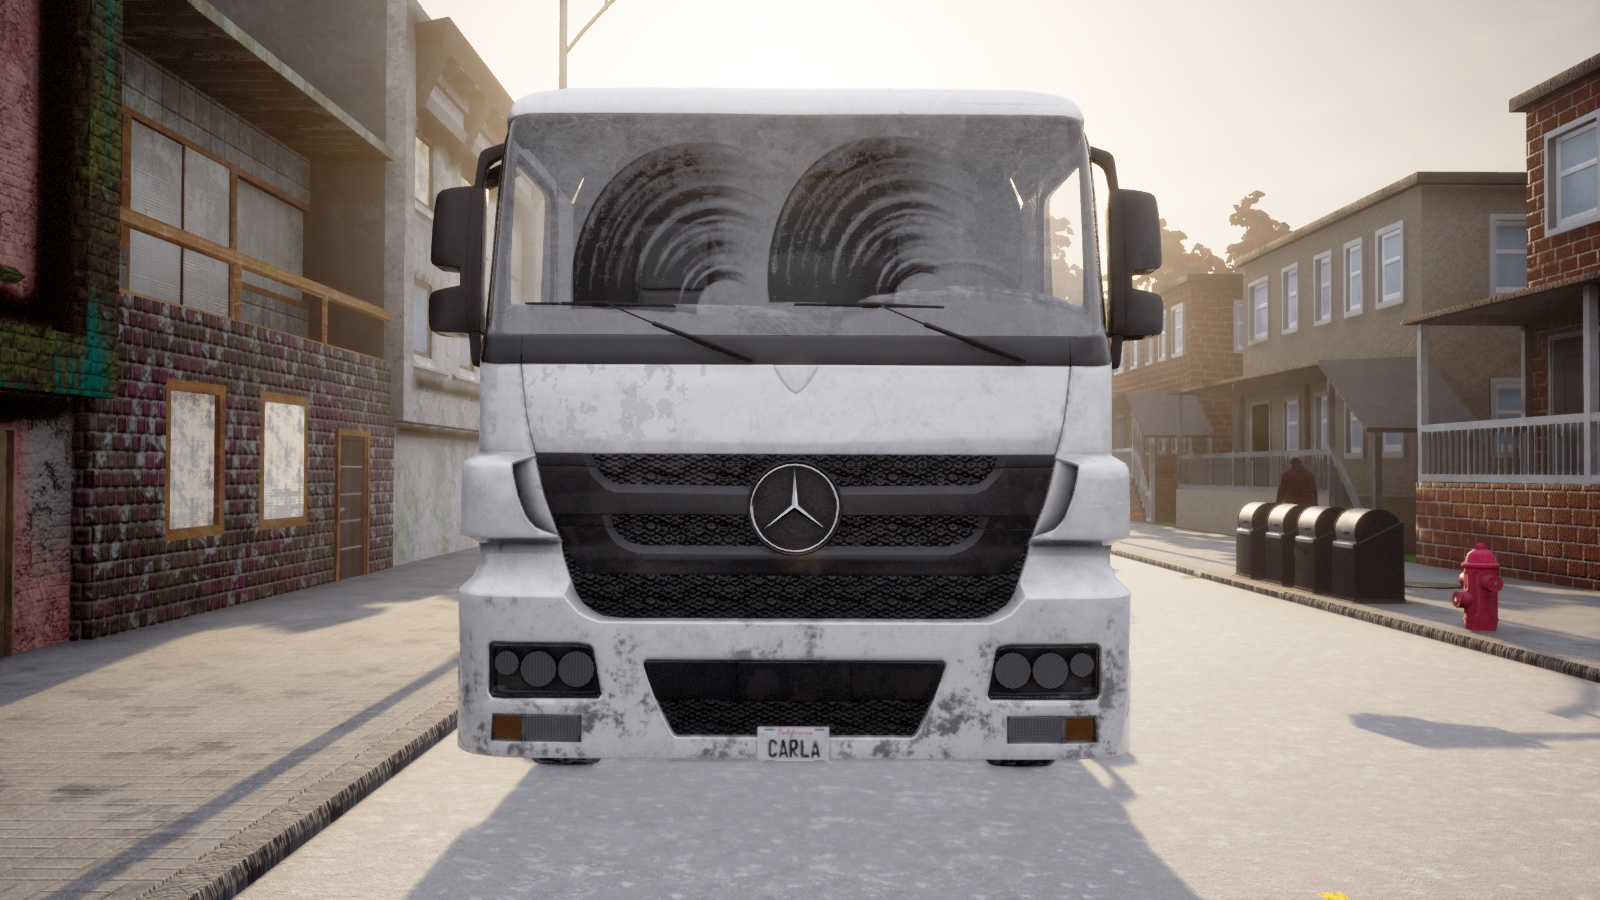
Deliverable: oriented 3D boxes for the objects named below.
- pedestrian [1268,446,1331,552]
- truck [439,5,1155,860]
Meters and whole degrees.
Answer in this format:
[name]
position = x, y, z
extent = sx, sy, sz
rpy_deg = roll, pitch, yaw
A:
[pedestrian]
position = 8.881, 0.863, 22.343
extent = 0.634, 1.844, 0.899
rpy_deg = 0, -1, -11
[truck]
position = -0.025, -0.015, 9.072
extent = 2.891, 3.462, 7.936
rpy_deg = 0, -1, 0
